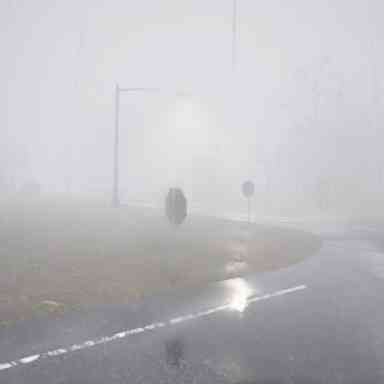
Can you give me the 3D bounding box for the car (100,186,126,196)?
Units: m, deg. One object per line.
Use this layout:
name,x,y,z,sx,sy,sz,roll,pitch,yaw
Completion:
car,-11.986,-0.206,51.640,1.882,1.535,5.008,0,2,-36

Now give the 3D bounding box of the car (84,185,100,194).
car,-17.827,-0.528,59.761,1.882,1.535,5.008,0,2,-36
